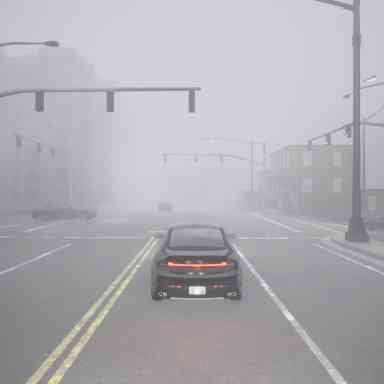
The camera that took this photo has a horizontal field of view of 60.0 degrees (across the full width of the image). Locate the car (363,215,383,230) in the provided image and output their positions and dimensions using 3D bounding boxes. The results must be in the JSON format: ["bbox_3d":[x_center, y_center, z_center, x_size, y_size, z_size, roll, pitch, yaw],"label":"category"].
[{"bbox_3d":[16.047,2.655,28.228,4.181,1.385,1.994,8,0,0],"label":"car"}]

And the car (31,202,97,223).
[{"bbox_3d":[-9.688,1.517,25.397,4.674,1.442,1.812,0,0,-9],"label":"car"}]

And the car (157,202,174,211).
[{"bbox_3d":[-3.633,2.066,45.578,1.837,1.490,4.892,0,-5,0],"label":"car"}]

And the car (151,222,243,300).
[{"bbox_3d":[0.094,1.505,8.342,1.837,1.490,4.892,0,0,0],"label":"car"}]
